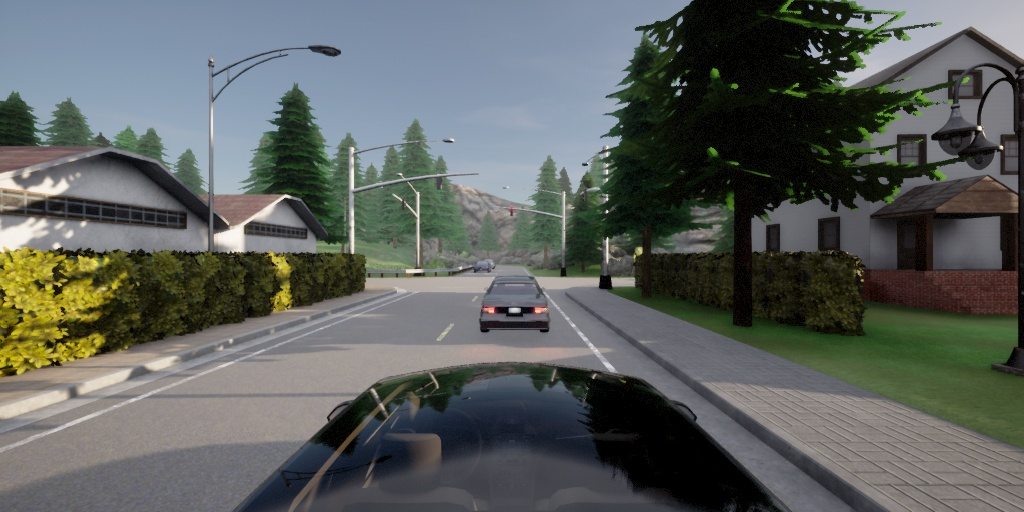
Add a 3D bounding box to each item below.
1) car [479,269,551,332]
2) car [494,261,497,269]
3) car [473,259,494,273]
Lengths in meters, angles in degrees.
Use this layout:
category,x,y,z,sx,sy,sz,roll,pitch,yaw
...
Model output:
category,x,y,z,sx,sy,sz,roll,pitch,yaw
car,0.079,1.297,10.770,2.033,1.411,5.357,0,0,0
car,-3.546,1.276,53.756,1.812,1.442,4.674,0,0,0
car,-3.555,1.276,43.689,1.812,1.442,4.674,0,0,0
